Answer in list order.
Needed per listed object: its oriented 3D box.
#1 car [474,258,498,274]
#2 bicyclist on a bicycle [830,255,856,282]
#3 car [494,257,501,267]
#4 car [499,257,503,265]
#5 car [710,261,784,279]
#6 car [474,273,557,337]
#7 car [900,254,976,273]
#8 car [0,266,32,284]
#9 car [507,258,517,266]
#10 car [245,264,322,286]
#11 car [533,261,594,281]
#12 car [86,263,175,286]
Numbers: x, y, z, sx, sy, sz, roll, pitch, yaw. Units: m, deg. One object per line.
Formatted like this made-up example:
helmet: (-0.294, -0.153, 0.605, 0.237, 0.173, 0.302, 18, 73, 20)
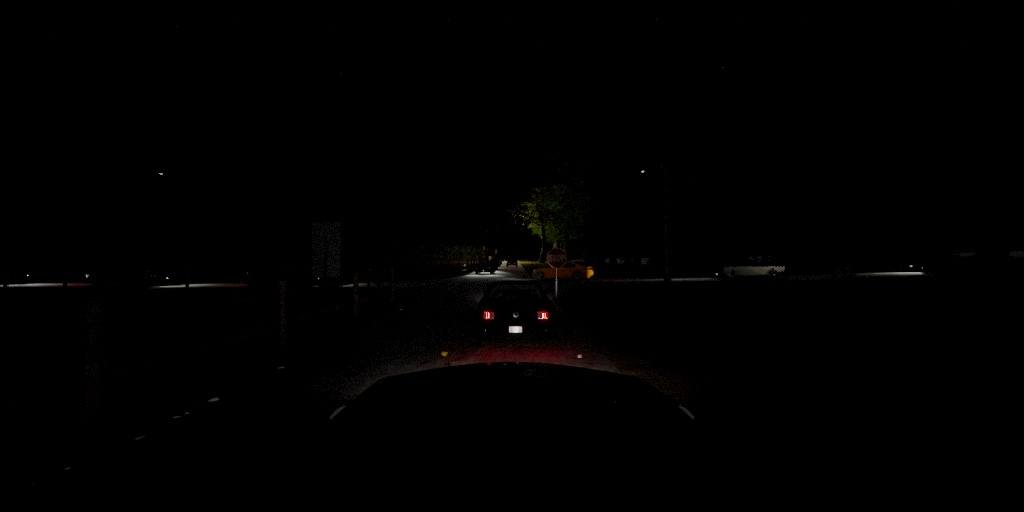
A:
car: (-2.948, 1.233, 39.984, 1.812, 1.442, 4.674, 0, 0, 1)
bicyclist on a bicycle: (19.857, 0.746, 21.541, 0.582, 1.620, 1.656, -1, -1, 0)
car: (-2.924, 1.250, 49.784, 1.895, 1.301, 4.718, 0, 0, 0)
car: (-2.903, 1.102, 60.448, 2.033, 1.411, 5.357, 0, 1, 1)
car: (17.918, 1.037, 27.515, 4.718, 1.301, 1.895, -1, -1, 0)
car: (0.082, 1.352, 10.226, 1.895, 1.301, 4.718, 0, 0, 0)
car: (32.668, 0.530, 27.591, 4.181, 1.385, 1.994, -2, -1, -1)
car: (-36.274, 1.193, 24.315, 5.357, 1.411, 2.033, 1, -1, 0)
car: (-0.020, 1.028, 63.527, 1.837, 1.490, 4.892, 0, 1, 0)
car: (-15.504, 1.273, 24.404, 4.674, 1.442, 1.812, 0, -1, 0)
car: (4.089, 1.188, 28.999, 5.008, 1.535, 1.882, 0, 0, 23)
car: (-25.826, 1.246, 24.356, 4.892, 1.490, 1.837, 0, -1, 0)
